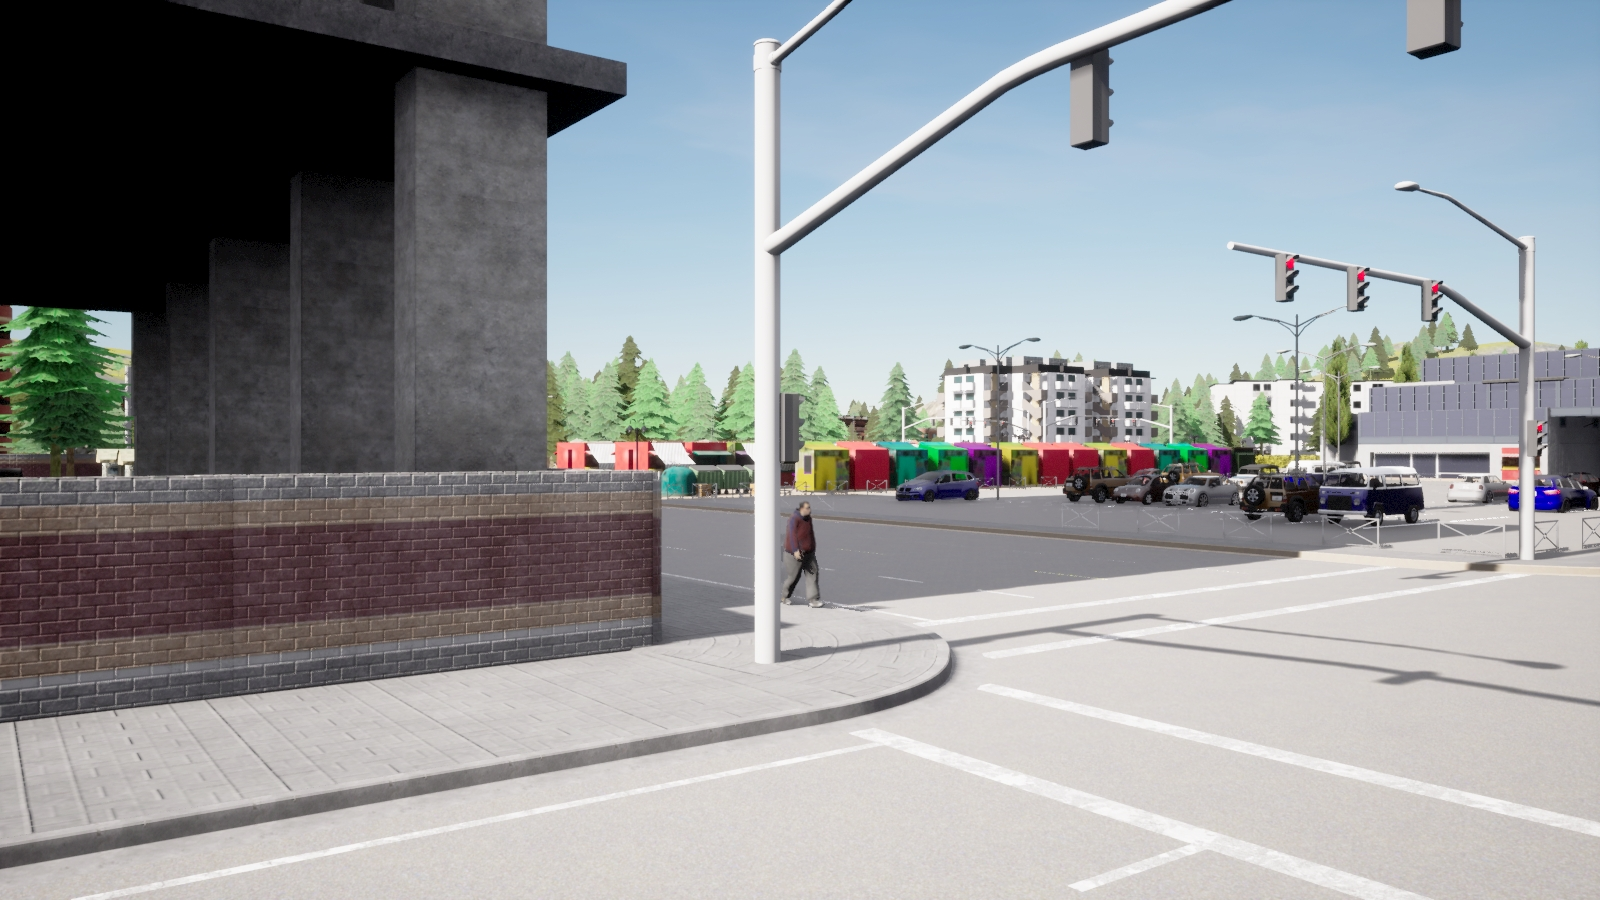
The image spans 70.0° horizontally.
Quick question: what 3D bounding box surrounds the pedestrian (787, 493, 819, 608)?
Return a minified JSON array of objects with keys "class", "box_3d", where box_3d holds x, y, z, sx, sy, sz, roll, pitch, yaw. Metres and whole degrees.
[{"class":"pedestrian","box_3d":[0.051,1.642,18.827,0.375,1.860,0.375,0,0,-43]}]
